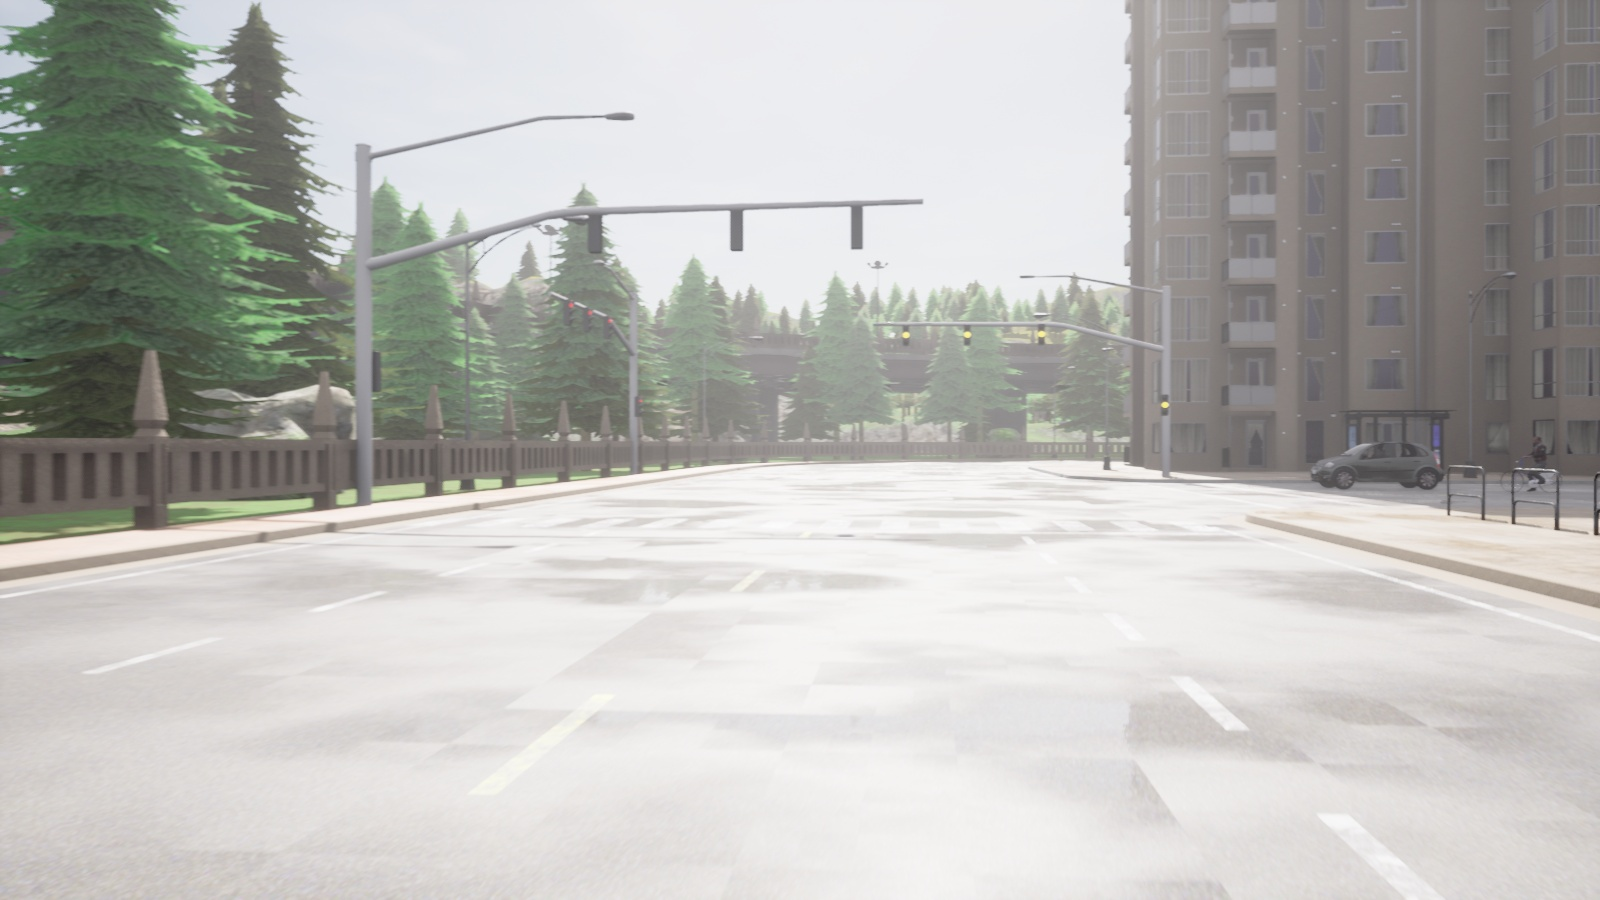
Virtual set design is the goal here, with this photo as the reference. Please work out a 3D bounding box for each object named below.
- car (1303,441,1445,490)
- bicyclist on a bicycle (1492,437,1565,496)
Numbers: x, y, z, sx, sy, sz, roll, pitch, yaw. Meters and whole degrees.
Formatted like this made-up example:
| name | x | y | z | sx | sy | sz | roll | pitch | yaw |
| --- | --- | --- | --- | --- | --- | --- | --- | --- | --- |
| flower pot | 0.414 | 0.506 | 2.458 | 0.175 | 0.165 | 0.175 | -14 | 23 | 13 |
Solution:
| name | x | y | z | sx | sy | sz | roll | pitch | yaw |
| --- | --- | --- | --- | --- | --- | --- | --- | --- | --- |
| car | 19.350 | 0.496 | 42.462 | 3.988 | 1.617 | 1.851 | 0 | 0 | 5 |
| bicyclist on a bicycle | 22.460 | 0.495 | 38.727 | 1.843 | 1.776 | 0.659 | 0 | 0 | 4 |
